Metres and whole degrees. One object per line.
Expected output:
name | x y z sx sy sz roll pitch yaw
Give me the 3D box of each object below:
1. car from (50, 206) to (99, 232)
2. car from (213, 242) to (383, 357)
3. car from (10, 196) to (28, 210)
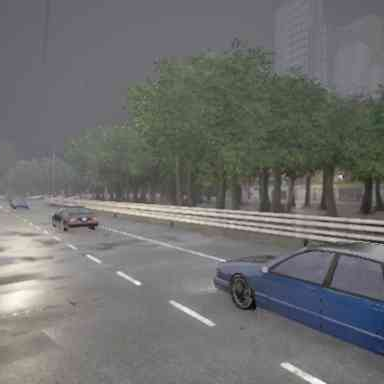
car | -7.406 1.585 20.705 2.033 1.411 5.357 0 0 -33
car | 2.593 1.560 5.433 2.033 1.411 5.357 0 0 -33
car | -23.612 1.625 45.465 2.033 1.411 5.357 0 0 -33
